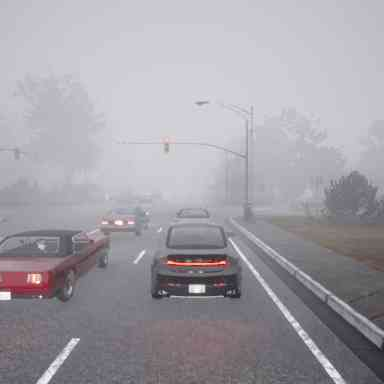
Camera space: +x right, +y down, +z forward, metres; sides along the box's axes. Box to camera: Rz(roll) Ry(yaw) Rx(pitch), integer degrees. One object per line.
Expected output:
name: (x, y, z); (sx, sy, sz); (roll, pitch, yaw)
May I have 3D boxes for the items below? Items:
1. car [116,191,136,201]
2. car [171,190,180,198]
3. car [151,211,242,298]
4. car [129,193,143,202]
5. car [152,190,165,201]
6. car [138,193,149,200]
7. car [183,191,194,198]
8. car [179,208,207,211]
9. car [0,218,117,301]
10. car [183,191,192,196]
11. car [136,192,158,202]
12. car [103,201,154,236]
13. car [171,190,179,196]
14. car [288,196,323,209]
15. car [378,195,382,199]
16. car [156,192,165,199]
car: (-10.701, 0.816, 53.868); (2.150, 2.045, 5.566); (0, 0, 0)
car: (-4.159, 0.756, 84.771); (2.128, 1.511, 4.902); (0, 1, -4)
car: (0.086, 1.472, 8.390); (1.837, 1.490, 4.892); (0, 0, 0)
car: (-10.687, 0.981, 63.755); (1.882, 1.535, 5.008); (0, 1, 0)
car: (-7.183, 0.694, 67.063); (2.150, 2.045, 5.566); (0, 0, 0)
car: (-10.755, 0.984, 73.841); (1.895, 1.301, 4.718); (0, 1, -1)
car: (-0.687, 0.775, 85.309); (1.994, 1.385, 4.181); (0, 1, -4)
car: (0.076, 1.495, 17.703); (1.895, 1.301, 4.718); (0, 0, 0)
car: (-3.415, 1.570, 8.209); (1.895, 1.301, 4.718); (0, 0, 0)
car: (-1.441, 0.456, 95.186); (2.033, 1.411, 5.357); (0, 1, -7)
car: (-7.202, 1.146, 53.350); (2.033, 1.411, 5.357); (0, 0, 0)
car: (-3.449, 1.441, 17.798); (2.033, 1.411, 5.357); (0, 0, -1)
car: (-4.921, 0.275, 94.818); (2.097, 1.767, 4.553); (0, 1, -7)
car: (13.659, 1.214, 38.436); (4.902, 1.511, 2.128); (0, 0, -3)
car: (17.846, 1.103, 34.980); (4.553, 1.767, 2.097); (0, 0, -3)
car: (-7.362, 0.816, 77.741); (1.882, 1.535, 5.008); (0, 1, -1)
